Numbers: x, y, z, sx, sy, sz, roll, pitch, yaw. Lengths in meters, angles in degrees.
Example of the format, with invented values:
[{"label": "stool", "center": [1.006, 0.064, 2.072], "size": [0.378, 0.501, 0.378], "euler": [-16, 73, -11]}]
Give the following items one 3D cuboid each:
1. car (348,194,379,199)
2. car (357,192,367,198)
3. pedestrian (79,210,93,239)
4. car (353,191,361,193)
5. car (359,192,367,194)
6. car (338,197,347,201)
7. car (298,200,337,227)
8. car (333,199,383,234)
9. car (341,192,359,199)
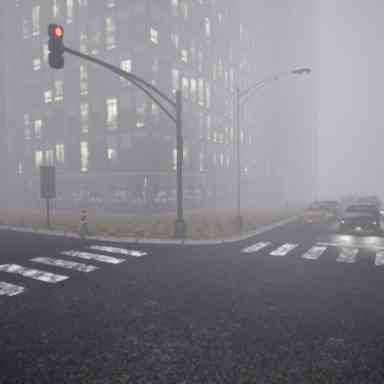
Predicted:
[{"label": "car", "center": [14.202, 1.196, 26.968], "size": [2.128, 1.511, 4.902], "euler": [0, 1, 30]}, {"label": "car", "center": [41.225, 0.681, 80.422], "size": [2.008, 1.369, 4.403], "euler": [-1, 0, 29]}, {"label": "pedestrian", "center": [-4.317, 1.259, 13.397], "size": [0.375, 1.300, 0.375], "euler": [0, 1, 30]}, {"label": "car", "center": [24.604, 0.995, 50.846], "size": [1.887, 1.381, 4.507], "euler": [-1, 0, 29]}, {"label": "car", "center": [19.261, 1.113, 35.821], "size": [1.837, 1.490, 4.892], "euler": [0, 1, 29]}, {"label": "car", "center": [10.753, 1.285, 26.200], "size": [1.947, 1.339, 4.313], "euler": [-1, 0, 29]}, {"label": "car", "center": [7.900, 1.300, 21.123], "size": [1.752, 1.417, 4.829], "euler": [-1, 0, 29]}, {"label": "car", "center": [9.310, 1.347, 18.304], "size": [2.033, 1.411, 5.357], "euler": [0, 1, 29]}, {"label": "car", "center": [19.063, 1.102, 40.988], "size": [1.887, 1.381, 4.507], "euler": [-1, 0, 29]}]
